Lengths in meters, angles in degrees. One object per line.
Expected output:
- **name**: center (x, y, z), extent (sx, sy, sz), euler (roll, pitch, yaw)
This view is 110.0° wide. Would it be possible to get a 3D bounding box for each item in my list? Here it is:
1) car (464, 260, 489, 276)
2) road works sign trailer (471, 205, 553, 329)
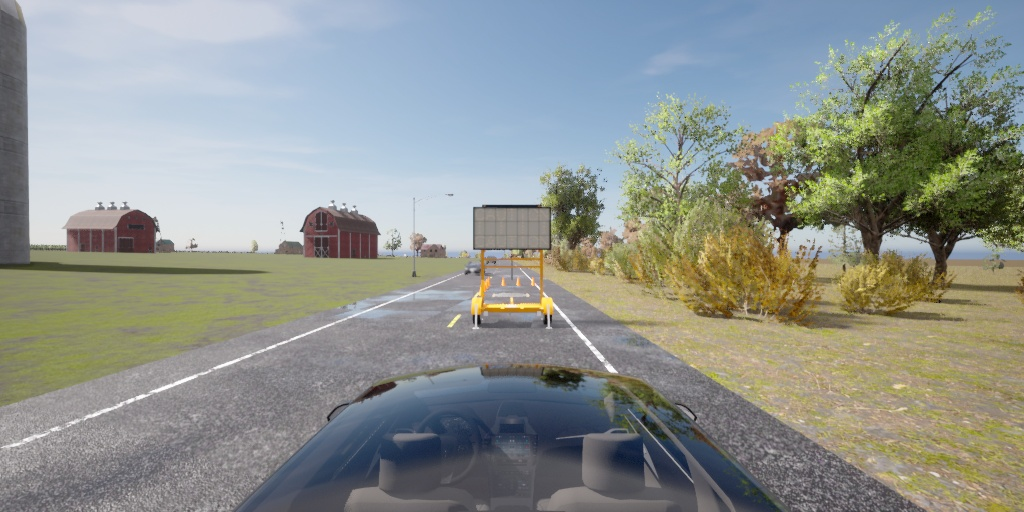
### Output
- **car**: center (-3.833, 1.238, 37.263), extent (2.128, 1.511, 4.902), euler (0, 0, -1)
- **road works sign trailer**: center (0.000, 0.213, 11.192), extent (2.380, 3.560, 2.880), euler (0, 0, 0)
